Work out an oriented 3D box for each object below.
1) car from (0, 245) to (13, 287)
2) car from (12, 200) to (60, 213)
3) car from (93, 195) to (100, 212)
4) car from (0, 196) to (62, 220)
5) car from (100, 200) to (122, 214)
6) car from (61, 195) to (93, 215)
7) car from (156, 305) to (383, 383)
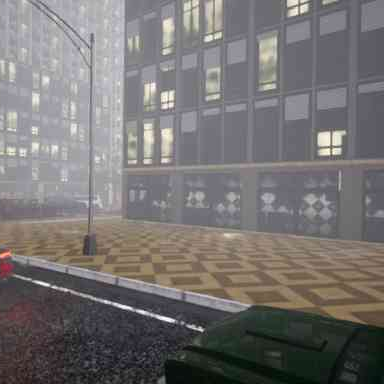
[{"bbox_3d":[-6.093,1.520,7.998,4.674,1.442,1.812,0,0,35],"label":"car"},{"bbox_3d":[-18.348,1.638,39.311,1.752,1.417,4.829,1,0,36],"label":"car"},{"bbox_3d":[-13.782,1.413,41.130,2.150,2.045,5.566,1,0,36],"label":"car"},{"bbox_3d":[-14.831,1.516,29.944,2.192,1.841,5.009,1,0,36],"label":"car"},{"bbox_3d":[-8.053,1.827,39.169,1.752,1.417,4.829,1,0,36],"label":"car"},{"bbox_3d":[-13.901,1.426,35.565,2.150,2.045,5.566,1,0,36],"label":"car"},{"bbox_3d":[2.016,1.601,2.248,4.718,1.301,1.895,0,0,35],"label":"car"}]
